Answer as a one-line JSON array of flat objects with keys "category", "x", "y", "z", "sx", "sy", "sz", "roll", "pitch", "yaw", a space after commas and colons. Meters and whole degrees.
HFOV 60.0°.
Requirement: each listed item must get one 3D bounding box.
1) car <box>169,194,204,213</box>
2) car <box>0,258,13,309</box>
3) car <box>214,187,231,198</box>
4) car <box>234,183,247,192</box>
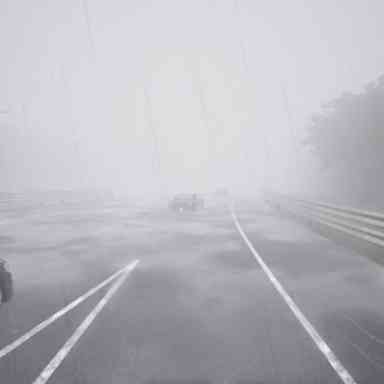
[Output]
[{"category": "car", "x": -0.300, "y": 0.790, "z": 25.295, "sx": 1.895, "sy": 1.301, "sz": 4.718, "roll": 0, "pitch": 2, "yaw": 11}, {"category": "car", "x": -4.321, "y": 1.361, "z": 3.880, "sx": 2.128, "sy": 1.511, "sz": 4.902, "roll": 0, "pitch": 2, "yaw": 10}, {"category": "car", "x": 4.355, "y": 0.022, "z": 47.485, "sx": 2.033, "sy": 1.411, "sz": 5.357, "roll": 1, "pitch": 2, "yaw": 12}, {"category": "car", "x": 10.709, "y": -0.799, "z": 74.591, "sx": 1.895, "sy": 1.301, "sz": 4.718, "roll": 1, "pitch": 2, "yaw": 14}]
